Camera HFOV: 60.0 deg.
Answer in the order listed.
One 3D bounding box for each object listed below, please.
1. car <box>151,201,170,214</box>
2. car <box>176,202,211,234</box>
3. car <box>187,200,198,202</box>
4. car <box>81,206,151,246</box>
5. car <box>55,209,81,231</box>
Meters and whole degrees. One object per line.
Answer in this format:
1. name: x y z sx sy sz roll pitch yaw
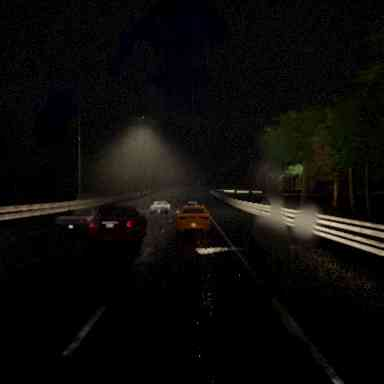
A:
1. car: -3.435 1.678 36.854 1.895 1.301 4.718 0 1 0
2. car: 0.082 1.569 19.747 1.882 1.535 5.008 0 0 0
3. car: 0.064 1.623 38.727 1.994 1.385 4.181 0 1 0
4. car: -3.415 1.429 15.957 2.097 1.767 4.553 0 0 0
5. car: -6.920 1.698 21.213 1.895 1.301 4.718 0 0 0
